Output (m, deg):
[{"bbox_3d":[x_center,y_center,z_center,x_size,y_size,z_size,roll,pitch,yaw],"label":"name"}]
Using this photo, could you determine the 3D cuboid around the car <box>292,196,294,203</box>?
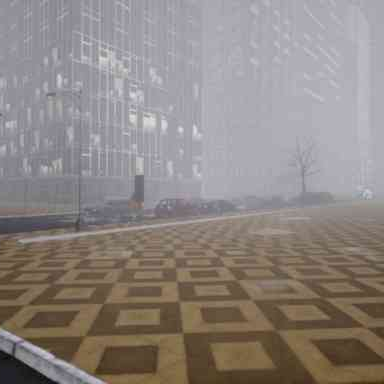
[{"bbox_3d":[17.161,1.092,52.683,1.994,1.385,4.181,0,1,41],"label":"car"}]

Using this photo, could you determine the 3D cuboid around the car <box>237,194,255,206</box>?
[{"bbox_3d":[7.496,1.082,46.111,1.882,1.535,5.008,0,0,41],"label":"car"}]

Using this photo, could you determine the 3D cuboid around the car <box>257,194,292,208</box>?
[{"bbox_3d":[9.947,1.236,40.131,1.802,1.307,4.206,1,1,41],"label":"car"}]

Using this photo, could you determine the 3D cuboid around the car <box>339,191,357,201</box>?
[{"bbox_3d":[28.576,0.950,61.849,1.752,1.417,4.829,1,1,41],"label":"car"}]

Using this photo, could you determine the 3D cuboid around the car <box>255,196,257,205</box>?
[{"bbox_3d":[10.923,1.170,45.332,1.994,1.385,4.181,0,1,41],"label":"car"}]

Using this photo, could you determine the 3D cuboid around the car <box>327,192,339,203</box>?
[{"bbox_3d":[21.059,0.833,53.081,2.192,1.841,5.009,1,1,41],"label":"car"}]

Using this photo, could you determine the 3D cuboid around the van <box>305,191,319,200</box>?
[{"bbox_3d":[25.821,0.684,71.506,1.690,1.788,3.998,1,1,41],"label":"van"}]

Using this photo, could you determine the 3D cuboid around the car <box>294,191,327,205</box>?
[{"bbox_3d":[17.355,0.878,48.763,2.192,1.841,5.009,1,1,41],"label":"car"}]

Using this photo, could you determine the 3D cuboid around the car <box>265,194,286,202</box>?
[{"bbox_3d":[14.709,1.045,58.556,1.947,1.339,4.313,1,1,41],"label":"car"}]

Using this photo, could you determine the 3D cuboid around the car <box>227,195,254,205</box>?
[{"bbox_3d":[7.301,1.137,49.919,1.947,1.339,4.313,1,1,41],"label":"car"}]

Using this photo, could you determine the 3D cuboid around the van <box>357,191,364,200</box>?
[{"bbox_3d":[35.874,0.677,70.354,1.690,1.788,3.998,1,1,41],"label":"van"}]

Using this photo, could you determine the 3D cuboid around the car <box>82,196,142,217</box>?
[{"bbox_3d":[-6.906,1.329,29.385,2.033,1.411,5.357,0,1,41],"label":"car"}]

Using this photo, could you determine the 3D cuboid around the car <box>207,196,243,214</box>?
[{"bbox_3d":[2.591,1.312,31.453,1.947,1.339,4.313,1,1,41],"label":"car"}]

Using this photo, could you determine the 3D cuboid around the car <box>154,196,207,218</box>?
[{"bbox_3d":[-1.070,1.232,27.097,1.967,1.590,4.097,1,1,41],"label":"car"}]

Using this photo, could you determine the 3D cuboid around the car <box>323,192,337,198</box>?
[{"bbox_3d":[33.228,0.819,80.147,1.947,1.339,4.313,1,1,41],"label":"car"}]

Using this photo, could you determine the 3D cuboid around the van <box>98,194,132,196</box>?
[{"bbox_3d":[-7.602,1.094,32.724,1.690,1.788,3.998,1,1,41],"label":"van"}]

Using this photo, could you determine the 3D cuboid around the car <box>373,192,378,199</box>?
[{"bbox_3d":[39.576,0.842,74.675,2.008,1.369,4.403,1,1,41],"label":"car"}]

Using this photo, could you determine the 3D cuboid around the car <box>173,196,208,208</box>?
[{"bbox_3d":[-0.112,1.207,41.290,1.887,1.381,4.507,1,1,41],"label":"car"}]

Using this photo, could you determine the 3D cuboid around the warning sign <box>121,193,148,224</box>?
[{"bbox_3d":[-3.582,0.970,20.724,1.300,1.860,1.060,0,0,41],"label":"warning sign"}]
